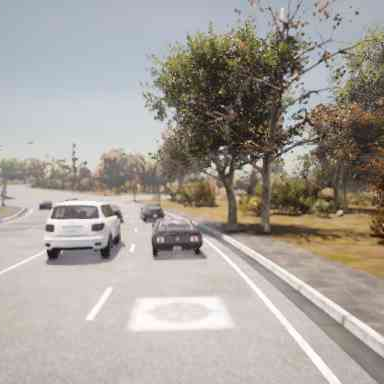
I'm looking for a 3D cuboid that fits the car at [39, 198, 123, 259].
[{"bbox_3d":[-4.242,1.379,13.635,2.150,2.045,5.566,0,-1,-6],"label":"car"}]

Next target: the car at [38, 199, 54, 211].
[{"bbox_3d":[-20.369,1.748,46.430,1.895,1.301,4.718,-1,2,-24],"label":"car"}]

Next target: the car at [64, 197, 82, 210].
[{"bbox_3d":[-17.109,1.576,47.688,2.128,1.511,4.902,-1,2,-24],"label":"car"}]

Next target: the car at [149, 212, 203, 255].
[{"bbox_3d":[-0.768,1.743,14.073,1.895,1.301,4.718,0,-1,-6],"label":"car"}]

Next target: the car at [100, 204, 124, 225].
[{"bbox_3d":[-6.992,1.861,28.969,1.812,1.442,4.674,-1,0,-14],"label":"car"}]

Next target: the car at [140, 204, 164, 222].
[{"bbox_3d":[-3.592,1.819,29.798,1.812,1.442,4.674,-1,0,-14],"label":"car"}]
